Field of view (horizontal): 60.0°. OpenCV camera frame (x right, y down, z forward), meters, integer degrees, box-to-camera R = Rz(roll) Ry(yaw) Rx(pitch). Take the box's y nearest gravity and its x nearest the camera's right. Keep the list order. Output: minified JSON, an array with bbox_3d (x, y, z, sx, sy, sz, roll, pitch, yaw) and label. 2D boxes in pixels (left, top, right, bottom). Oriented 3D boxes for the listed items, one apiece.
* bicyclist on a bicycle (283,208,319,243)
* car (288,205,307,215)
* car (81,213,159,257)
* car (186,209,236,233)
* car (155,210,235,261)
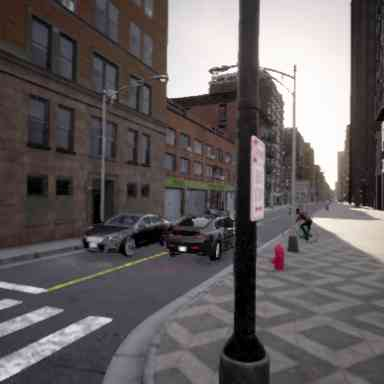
[{"bbox_3d":[5.199,1.607,15.953,1.656,1.620,0.582,0,-1,23],"label":"bicyclist on a bicycle"},{"bbox_3d":[13.988,2.162,43.811,2.097,1.767,4.553,1,-1,23],"label":"car"},{"bbox_3d":[-2.488,1.642,13.905,2.128,1.511,4.902,1,-1,24],"label":"car"},{"bbox_3d":[1.460,1.934,23.004,1.895,1.301,4.718,1,-1,24],"label":"car"},{"bbox_3d":[0.673,1.702,13.395,1.837,1.490,4.892,0,-1,24],"label":"car"}]
